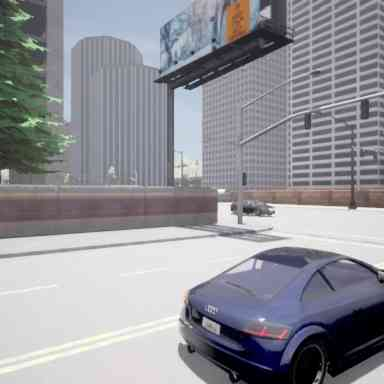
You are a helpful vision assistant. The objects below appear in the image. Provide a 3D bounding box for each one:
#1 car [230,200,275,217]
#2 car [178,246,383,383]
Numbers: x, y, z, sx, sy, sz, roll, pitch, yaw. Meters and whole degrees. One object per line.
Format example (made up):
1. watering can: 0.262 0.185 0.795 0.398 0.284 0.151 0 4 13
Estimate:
1. car: 5.706 1.490 31.572 2.128 1.511 4.902 0 0 -34
2. car: 1.871 1.564 5.121 4.181 1.385 1.994 0 0 -35
